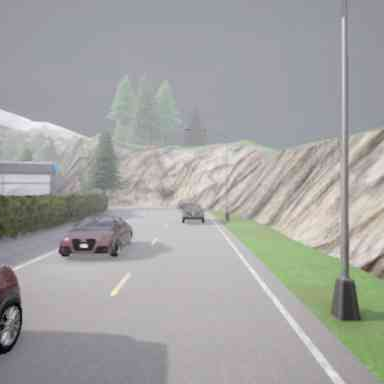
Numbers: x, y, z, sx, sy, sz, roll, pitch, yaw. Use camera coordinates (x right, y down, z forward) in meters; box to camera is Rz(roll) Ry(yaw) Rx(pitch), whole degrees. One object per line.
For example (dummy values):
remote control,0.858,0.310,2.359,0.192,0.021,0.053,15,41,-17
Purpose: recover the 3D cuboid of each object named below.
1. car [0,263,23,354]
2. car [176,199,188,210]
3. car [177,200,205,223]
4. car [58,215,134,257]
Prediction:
car,-3.595,1.364,3.106,2.097,1.767,4.553,0,0,0
car,-1.029,1.696,44.249,1.812,1.442,4.674,0,0,-9
car,0.091,1.651,26.877,2.033,1.411,5.357,0,0,0
car,-3.584,1.615,13.097,1.994,1.385,4.181,0,0,1
